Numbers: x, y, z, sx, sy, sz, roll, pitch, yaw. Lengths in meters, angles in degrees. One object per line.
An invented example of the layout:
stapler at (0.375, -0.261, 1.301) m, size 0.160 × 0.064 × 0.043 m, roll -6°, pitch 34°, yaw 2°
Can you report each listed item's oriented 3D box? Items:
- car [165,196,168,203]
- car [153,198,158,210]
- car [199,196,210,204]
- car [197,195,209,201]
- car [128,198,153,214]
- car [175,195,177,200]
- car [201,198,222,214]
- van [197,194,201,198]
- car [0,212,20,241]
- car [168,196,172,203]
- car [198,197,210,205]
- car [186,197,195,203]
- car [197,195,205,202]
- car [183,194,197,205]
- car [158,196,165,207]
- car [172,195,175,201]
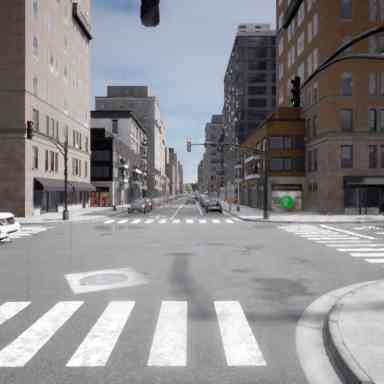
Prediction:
car at (-5.759, 1.634, 58.156) m, size 2.008 × 1.369 × 4.403 m, roll 0°, pitch 0°, yaw 0°
car at (-5.751, 1.489, 41.624) m, size 1.967 × 1.590 × 4.097 m, roll 0°, pitch 0°, yaw 0°
car at (2.271, 1.641, 47.139) m, size 1.802 × 1.307 × 4.206 m, roll 0°, pitch 0°, yaw 0°
car at (2.268, 1.637, 52.649) m, size 1.947 × 1.339 × 4.313 m, roll 0°, pitch 0°, yaw 0°
car at (-5.749, 1.480, 36.113) m, size 1.967 × 1.590 × 4.097 m, roll 0°, pitch 0°, yaw 0°
car at (-5.774, 1.721, 91.221) m, size 1.887 × 1.381 × 4.507 m, roll 0°, pitch 0°, yaw 0°
car at (2.276, 1.606, 36.116) m, size 1.947 × 1.339 × 4.313 m, roll 0°, pitch 0°, yaw 0°
van at (2.266, 1.424, 58.160) m, size 1.690 × 1.788 × 3.998 m, roll 0°, pitch 0°, yaw 0°
car at (-10.546, 1.256, 14.236) m, size 5.566 × 2.045 × 2.150 m, roll 0°, pitch 0°, yaw -7°
car at (-5.764, 1.552, 69.178) m, size 1.967 × 1.590 × 4.097 m, roll 0°, pitch 0°, yaw 0°
car at (2.263, 1.647, 63.671) m, size 2.008 × 1.369 × 4.403 m, roll 0°, pitch 0°, yaw 0°
car at (-0.368, 1.720, 73.596) m, size 1.895 × 1.301 × 4.718 m, roll 0°, pitch 0°, yaw 0°
car at (2.253, 1.600, 85.714) m, size 1.967 × 1.590 × 4.097 m, roll 0°, pitch 0°, yaw 0°
car at (-0.273, 1.643, 63.250) m, size 2.033 × 1.411 × 5.357 m, roll 0°, pitch 0°, yaw 0°
car at (-5.756, 1.653, 52.645) m, size 1.802 × 1.307 × 4.206 m, roll 0°, pitch 0°, yaw 0°
car at (-5.769, 1.694, 80.199) m, size 2.008 × 1.369 × 4.403 m, roll 0°, pitch 0°, yaw 0°
